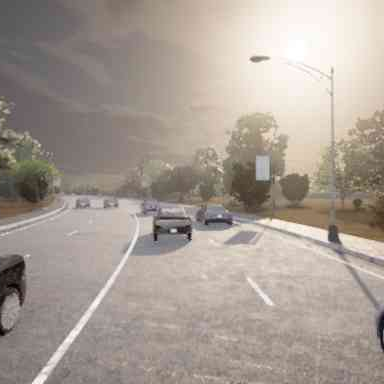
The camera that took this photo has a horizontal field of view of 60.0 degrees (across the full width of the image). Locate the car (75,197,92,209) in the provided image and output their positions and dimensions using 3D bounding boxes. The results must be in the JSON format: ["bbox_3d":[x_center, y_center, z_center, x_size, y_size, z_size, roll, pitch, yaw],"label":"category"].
[{"bbox_3d":[-14.514,1.469,44.496,2.128,1.511,4.902,0,0,-17],"label":"car"}]

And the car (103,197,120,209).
[{"bbox_3d":[-10.719,1.465,44.053,2.128,1.511,4.902,0,0,-17],"label":"car"}]

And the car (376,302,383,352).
[{"bbox_3d":[3.457,1.515,2.603,1.812,1.442,4.674,0,0,-1],"label":"car"}]

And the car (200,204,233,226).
[{"bbox_3d":[1.477,1.542,23.632,1.994,1.385,4.181,0,0,-9],"label":"car"}]

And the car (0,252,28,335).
[{"bbox_3d":[-3.766,1.483,3.848,1.882,1.535,5.008,0,0,-3],"label":"car"}]

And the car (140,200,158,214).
[{"bbox_3d":[-4.393,1.524,35.143,2.033,1.411,5.357,0,0,-14],"label":"car"}]

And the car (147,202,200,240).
[{"bbox_3d":[-1.093,1.478,16.978,2.128,1.511,4.902,0,0,-7],"label":"car"}]
